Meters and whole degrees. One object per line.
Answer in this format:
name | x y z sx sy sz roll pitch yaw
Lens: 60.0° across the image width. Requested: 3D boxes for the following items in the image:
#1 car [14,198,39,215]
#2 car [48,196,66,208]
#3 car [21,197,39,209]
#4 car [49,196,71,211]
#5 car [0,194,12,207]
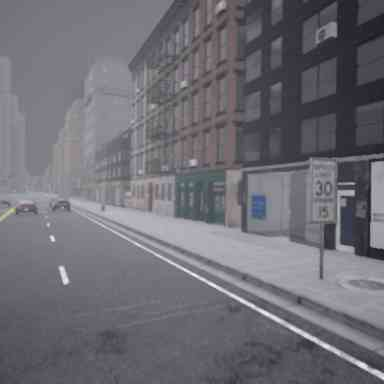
car | -15.814 1.387 31.951 1.812 1.442 4.674 1 0 -25
car | -19.297 1.336 47.385 2.128 1.511 4.902 1 0 -25
car | -21.363 1.412 43.970 1.895 1.301 4.718 1 0 -24
car | -14.907 1.389 37.888 1.837 1.490 4.892 1 0 -25
car | -24.948 1.047 43.887 1.882 1.535 5.008 1 0 -25
